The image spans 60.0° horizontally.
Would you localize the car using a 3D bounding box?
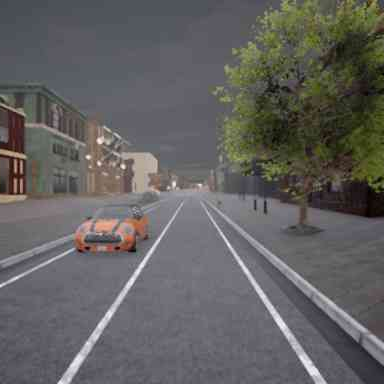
[{"bbox_3d":[-2.992,1.271,13.308,2.097,1.767,4.553,0,0,0],"label":"car"}]
